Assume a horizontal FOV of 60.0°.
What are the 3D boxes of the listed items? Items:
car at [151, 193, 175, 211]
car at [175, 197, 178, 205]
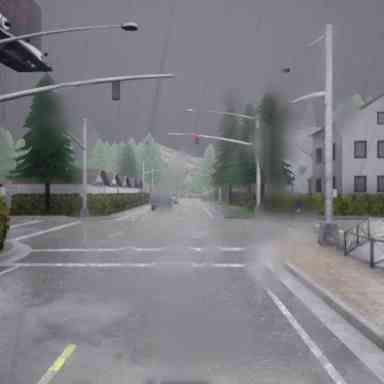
[{"bbox_3d":[-3.578,1.203,39.806,2.150,2.045,5.566,0,0,0],"label":"car"},{"bbox_3d":[-3.470,1.507,59.366,1.812,1.442,4.674,0,0,0],"label":"car"}]
